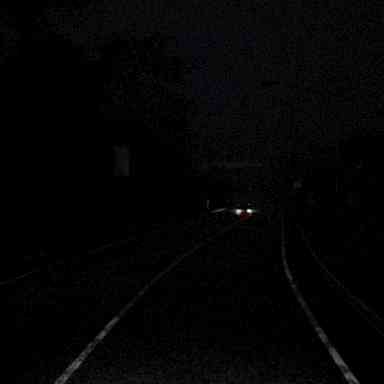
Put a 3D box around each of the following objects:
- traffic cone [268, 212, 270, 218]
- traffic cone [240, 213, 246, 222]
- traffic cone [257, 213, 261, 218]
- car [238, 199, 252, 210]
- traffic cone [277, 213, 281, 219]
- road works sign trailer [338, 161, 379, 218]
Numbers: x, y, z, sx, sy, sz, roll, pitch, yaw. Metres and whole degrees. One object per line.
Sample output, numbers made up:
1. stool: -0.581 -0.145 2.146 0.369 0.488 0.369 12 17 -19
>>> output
1. traffic cone: 7.589 2.280 32.690 0.340 0.580 0.340 2 0 15
2. traffic cone: 4.106 2.171 27.424 0.340 0.580 0.340 2 0 15
3. traffic cone: 6.631 2.253 32.949 0.340 0.580 0.340 2 0 15
4. car: 8.122 1.849 50.732 1.882 1.535 5.008 2 -1 14
5. traffic cone: 8.556 2.308 32.564 0.340 0.580 0.340 2 0 21
6. road works sign trailer: 12.438 -0.063 25.858 2.380 3.560 2.880 37 -29 -29
